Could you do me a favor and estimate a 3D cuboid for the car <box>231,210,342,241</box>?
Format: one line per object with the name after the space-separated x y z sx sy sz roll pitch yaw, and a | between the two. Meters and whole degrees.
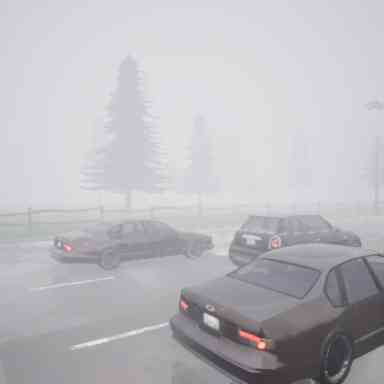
3.363 1.411 10.447 4.553 1.767 2.097 0 0 -36 | car

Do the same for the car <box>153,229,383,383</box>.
2.269 1.580 5.365 5.357 1.411 2.033 0 0 -36 | car

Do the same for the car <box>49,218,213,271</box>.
-1.785 1.581 11.072 5.357 1.411 2.033 0 0 -36 | car
